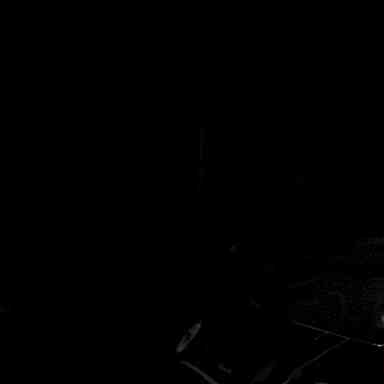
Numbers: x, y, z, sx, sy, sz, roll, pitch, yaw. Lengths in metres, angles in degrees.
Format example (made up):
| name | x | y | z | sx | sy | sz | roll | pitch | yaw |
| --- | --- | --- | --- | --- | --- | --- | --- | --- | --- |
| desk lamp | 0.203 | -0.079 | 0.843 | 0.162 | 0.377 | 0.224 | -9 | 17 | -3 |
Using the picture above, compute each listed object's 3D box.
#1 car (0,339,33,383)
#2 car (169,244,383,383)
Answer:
| name | x | y | z | sx | sy | sz | roll | pitch | yaw |
| --- | --- | --- | --- | --- | --- | --- | --- | --- | --- |
| car | -2.820 | 1.306 | 0.424 | 5.009 | 1.841 | 2.192 | 0 | 0 | -35 |
| car | 1.738 | 1.430 | 3.652 | 4.097 | 1.590 | 1.967 | 0 | 0 | -35 |
